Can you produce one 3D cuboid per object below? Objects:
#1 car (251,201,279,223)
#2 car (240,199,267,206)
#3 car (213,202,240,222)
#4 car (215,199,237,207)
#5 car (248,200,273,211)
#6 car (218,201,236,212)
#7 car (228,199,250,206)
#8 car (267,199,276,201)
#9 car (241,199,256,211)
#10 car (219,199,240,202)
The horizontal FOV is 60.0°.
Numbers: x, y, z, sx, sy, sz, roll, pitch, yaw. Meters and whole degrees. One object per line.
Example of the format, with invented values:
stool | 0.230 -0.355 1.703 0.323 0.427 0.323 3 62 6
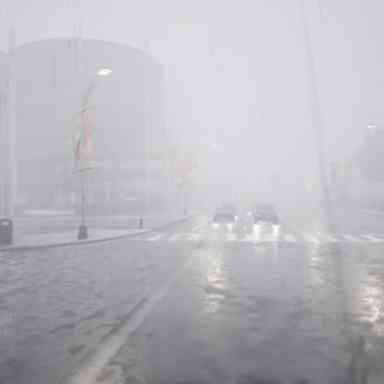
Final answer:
car | 6.237 1.779 28.330 1.837 1.490 4.892 -1 -1 9
car | 11.073 2.084 59.912 1.882 1.535 5.008 -1 -1 -15
car | 3.084 1.902 30.608 2.033 1.411 5.357 -1 -1 9
car | 7.016 2.221 69.362 1.882 1.535 5.008 0 -1 -34
car | 7.812 1.921 37.948 2.033 1.411 5.357 -1 -1 9
car | 5.271 2.080 50.289 1.837 1.490 4.892 -1 -1 -4
car | 10.067 2.207 71.076 1.837 1.490 4.892 0 -1 -34
car | 14.201 2.070 61.617 2.128 1.511 4.902 -1 -1 -19
car | 8.842 1.970 48.356 1.882 1.535 5.008 -1 -1 0
car | 4.562 1.931 40.063 1.882 1.535 5.008 -1 -1 8
